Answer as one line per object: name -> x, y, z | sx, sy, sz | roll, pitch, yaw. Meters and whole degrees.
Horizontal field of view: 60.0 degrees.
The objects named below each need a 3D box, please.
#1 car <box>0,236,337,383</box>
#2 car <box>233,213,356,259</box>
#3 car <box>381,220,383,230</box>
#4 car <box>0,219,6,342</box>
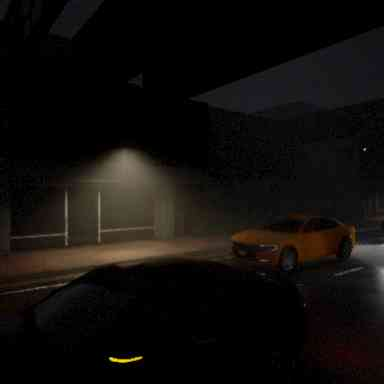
car -> -0.599, 1.526, 3.551 | 4.674, 1.442, 1.812 | 0, 0, -37
car -> 3.426, 1.476, 10.960 | 5.008, 1.535, 1.882 | 0, 0, -37
car -> 11.722, 1.598, 17.173 | 4.718, 1.301, 1.895 | 0, 0, -37
car -> -5.262, 1.352, 4.543 | 4.553, 1.767, 2.097 | 0, 0, -35
